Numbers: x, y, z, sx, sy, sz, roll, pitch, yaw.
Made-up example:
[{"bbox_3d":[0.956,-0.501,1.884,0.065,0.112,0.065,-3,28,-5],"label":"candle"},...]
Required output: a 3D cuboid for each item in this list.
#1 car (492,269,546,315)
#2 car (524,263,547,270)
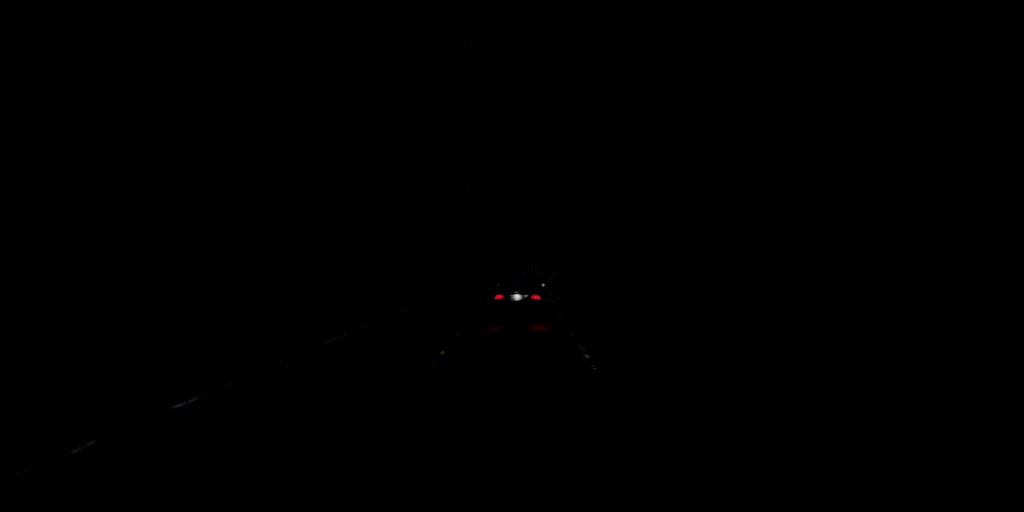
[{"bbox_3d":[0.323,1.429,14.244,2.033,1.411,5.357,0,-1,3],"label":"car"},{"bbox_3d":[1.889,1.532,30.765,1.882,1.535,5.008,0,0,8],"label":"car"}]
